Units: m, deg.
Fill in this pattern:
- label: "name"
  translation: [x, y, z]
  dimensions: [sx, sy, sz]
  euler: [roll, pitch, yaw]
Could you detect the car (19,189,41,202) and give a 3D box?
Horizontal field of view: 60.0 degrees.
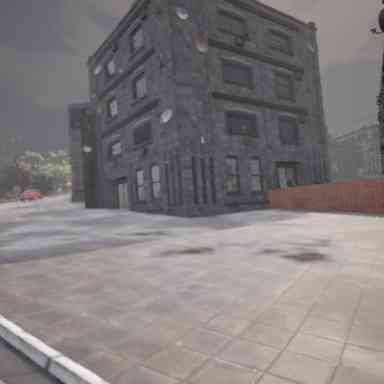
- label: "car"
  translation: [-29.555, 0.600, 60.800]
  dimensions: [2.150, 2.045, 5.566]
  euler: [-4, 3, -4]
